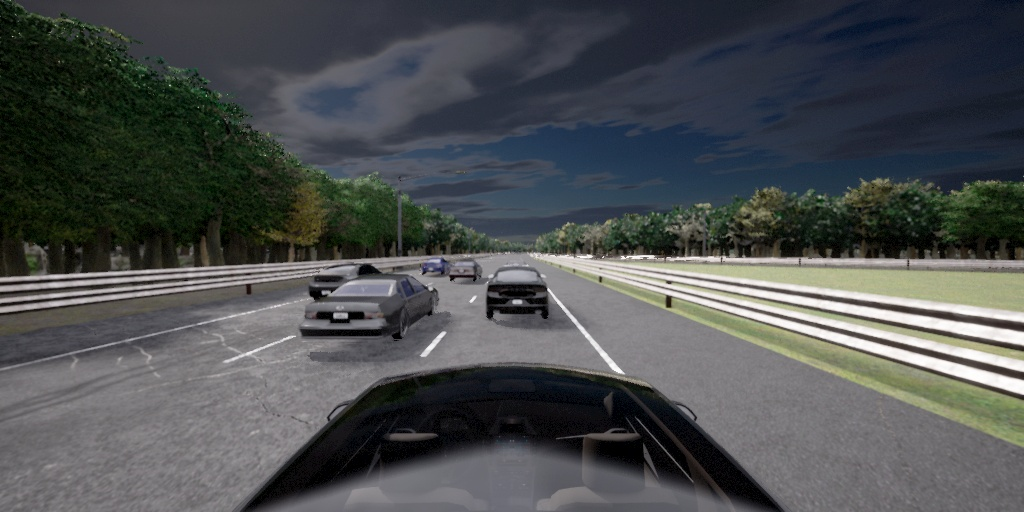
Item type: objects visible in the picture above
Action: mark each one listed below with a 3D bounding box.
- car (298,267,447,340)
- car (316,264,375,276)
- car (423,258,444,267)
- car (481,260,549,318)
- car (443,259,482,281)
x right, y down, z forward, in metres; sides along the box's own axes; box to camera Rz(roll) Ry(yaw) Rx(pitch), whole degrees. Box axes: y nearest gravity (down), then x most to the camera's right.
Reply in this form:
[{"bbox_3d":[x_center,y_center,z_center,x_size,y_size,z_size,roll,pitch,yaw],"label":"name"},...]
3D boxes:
[{"bbox_3d":[-3.356,1.194,9.575,2.033,1.411,5.357,0,1,0],"label":"car"},{"bbox_3d":[-6.792,1.074,15.552,1.837,1.490,4.892,0,1,1],"label":"car"},{"bbox_3d":[-6.645,0.869,31.823,1.812,1.442,4.674,0,1,1],"label":"car"},{"bbox_3d":[0.175,1.087,12.373,1.882,1.535,5.008,0,1,1],"label":"car"},{"bbox_3d":[-3.214,0.989,25.593,2.033,1.411,5.357,0,1,1],"label":"car"}]
